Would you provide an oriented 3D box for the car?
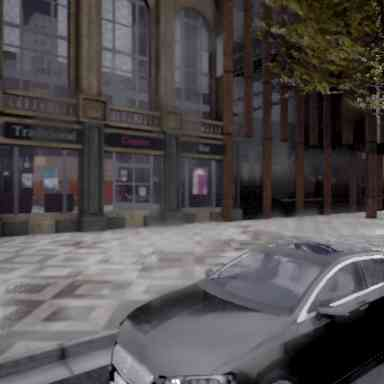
[{"bbox_3d":[1.389,1.475,4.359,4.902,1.511,2.128,0,0,-35],"label":"car"}]
